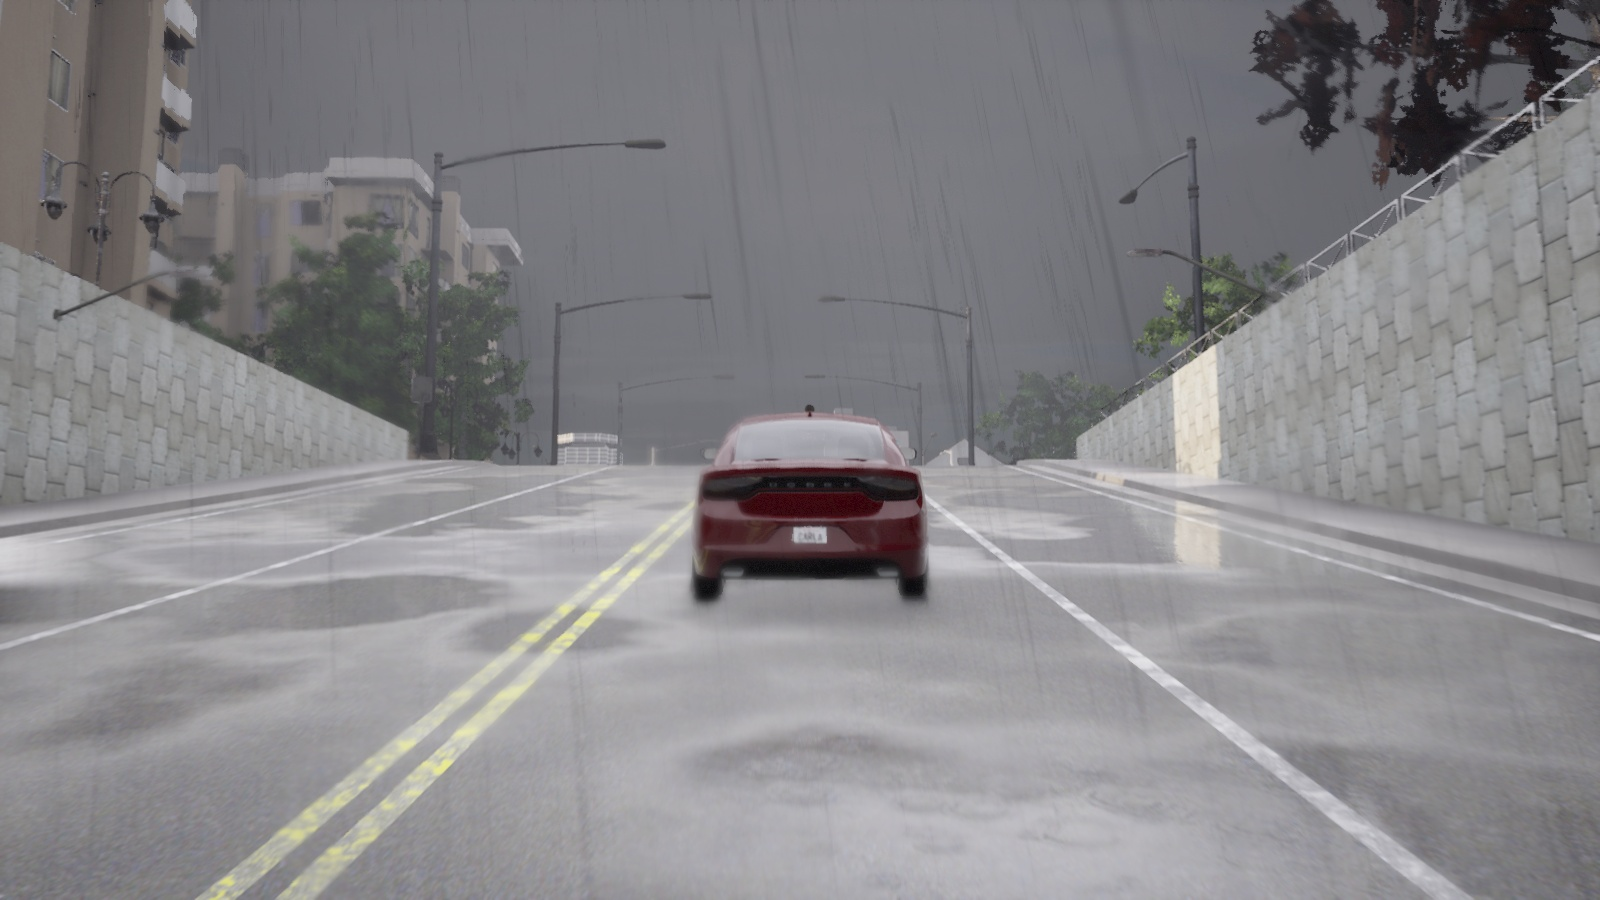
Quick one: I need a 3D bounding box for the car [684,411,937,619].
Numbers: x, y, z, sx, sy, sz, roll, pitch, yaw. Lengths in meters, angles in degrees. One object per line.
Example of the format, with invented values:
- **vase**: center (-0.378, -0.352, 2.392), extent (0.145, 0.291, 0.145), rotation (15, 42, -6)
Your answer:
- **car**: center (0.093, 0.404, 11.848), extent (1.882, 1.535, 5.008), rotation (0, 2, 0)
